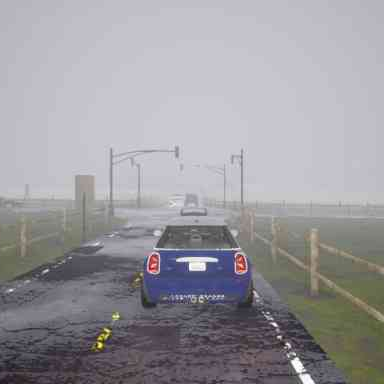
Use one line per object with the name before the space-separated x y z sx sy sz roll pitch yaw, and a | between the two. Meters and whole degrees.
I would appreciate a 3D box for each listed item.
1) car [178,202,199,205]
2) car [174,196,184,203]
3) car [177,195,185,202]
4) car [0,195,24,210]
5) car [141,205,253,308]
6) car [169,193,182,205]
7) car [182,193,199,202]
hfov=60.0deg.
car | 0.091 1.507 17.234 1.837 1.490 4.892 0 0 0
car | -2.733 1.615 69.899 1.895 1.301 4.718 0 0 0
car | -2.700 1.549 80.242 1.812 1.442 4.674 0 0 0
car | -21.053 1.112 36.349 5.008 1.535 1.882 1 0 0
car | 0.096 1.353 8.068 2.097 1.767 4.553 0 0 0
car | -2.838 1.237 59.878 2.150 2.045 5.566 0 0 0
car | -0.038 1.236 54.807 2.150 2.045 5.566 0 0 3
